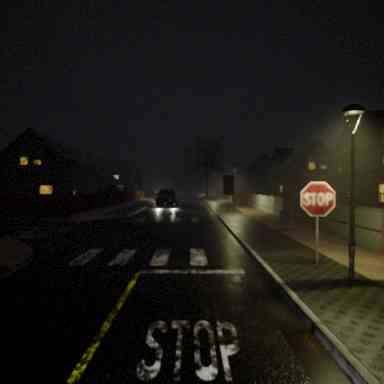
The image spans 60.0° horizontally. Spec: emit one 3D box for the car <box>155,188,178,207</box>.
[{"bbox_3d":[-2.761,0.671,36.968,2.150,2.045,5.566,0,3,0],"label":"car"}]
